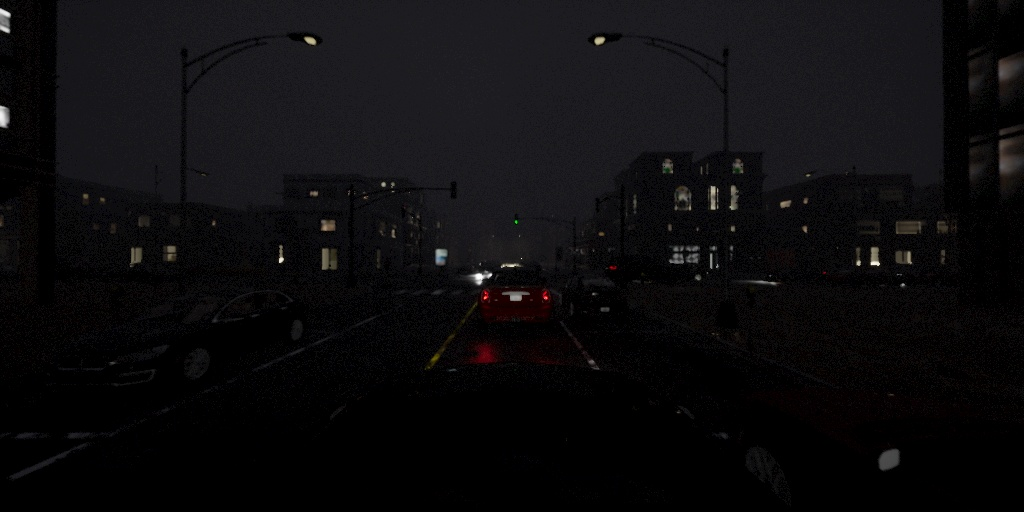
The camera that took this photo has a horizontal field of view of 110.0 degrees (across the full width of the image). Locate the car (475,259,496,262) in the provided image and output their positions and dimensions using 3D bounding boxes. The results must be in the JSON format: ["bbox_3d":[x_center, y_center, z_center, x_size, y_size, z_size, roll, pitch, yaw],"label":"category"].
[{"bbox_3d":[-3.072,1.408,43.826,1.895,1.301,4.718,0,0,-1],"label":"car"}]

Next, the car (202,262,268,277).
[{"bbox_3d":[-25.453,1.236,33.352,4.829,1.417,1.751,0,0,1],"label":"car"}]

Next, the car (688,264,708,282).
[{"bbox_3d":[13.786,1.373,30.153,4.892,1.490,1.837,0,0,1],"label":"car"}]

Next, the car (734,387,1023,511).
[{"bbox_3d":[2.691,1.294,1.182,1.888,1.381,4.507,0,0,0],"label":"car"}]

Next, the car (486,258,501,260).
[{"bbox_3d":[-3.069,1.385,53.894,1.994,1.385,4.181,0,0,0],"label":"car"}]

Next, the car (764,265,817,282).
[{"bbox_3d":[23.632,1.480,30.002,4.181,1.385,1.994,0,0,2],"label":"car"}]

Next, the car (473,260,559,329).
[{"bbox_3d":[0.101,1.115,11.475,2.097,1.767,4.553,0,0,0],"label":"car"}]

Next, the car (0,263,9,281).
[{"bbox_3d":[-36.488,1.159,25.141,4.403,1.370,2.007,0,0,1],"label":"car"}]

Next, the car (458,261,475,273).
[{"bbox_3d":[-5.689,1.390,44.970,1.802,1.307,4.207,0,0,0],"label":"car"}]

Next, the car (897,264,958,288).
[{"bbox_3d":[29.177,1.345,24.129,4.097,1.591,1.967,0,0,1],"label":"car"}]

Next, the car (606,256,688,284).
[{"bbox_3d":[9.931,1.051,27.306,5.566,2.045,2.150,0,-1,0],"label":"car"}]

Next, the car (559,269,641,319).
[{"bbox_3d":[2.691,1.315,12.566,2.007,1.370,4.403,0,0,0],"label":"car"}]

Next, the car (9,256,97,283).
[{"bbox_3d":[-30.951,0.946,25.055,5.009,1.841,2.192,0,0,1],"label":"car"}]

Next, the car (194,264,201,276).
[{"bbox_3d":[-30.820,1.269,33.435,4.207,1.307,1.802,0,0,1],"label":"car"}]

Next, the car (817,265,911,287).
[{"bbox_3d":[23.643,1.459,24.179,4.207,1.307,1.802,0,0,1],"label":"car"}]

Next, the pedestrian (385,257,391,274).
[{"bbox_3d":[-12.551,0.926,36.105,0.375,1.860,0.375,0,-1,1],"label":"pedestrian"}]

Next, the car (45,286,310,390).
[{"bbox_3d":[-5.690,1.307,6.892,2.007,1.370,4.403,0,0,0],"label":"car"}]

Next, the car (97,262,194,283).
[{"bbox_3d":[-25.415,1.205,24.970,4.403,1.370,2.007,0,0,1],"label":"car"}]
